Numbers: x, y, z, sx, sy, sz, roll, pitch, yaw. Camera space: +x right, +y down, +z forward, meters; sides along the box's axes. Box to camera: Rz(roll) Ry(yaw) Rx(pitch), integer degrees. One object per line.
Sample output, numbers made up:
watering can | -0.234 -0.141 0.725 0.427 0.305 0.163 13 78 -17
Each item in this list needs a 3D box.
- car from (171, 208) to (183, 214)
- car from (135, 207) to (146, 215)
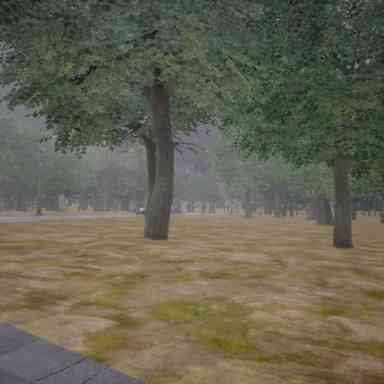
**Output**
car | -3.874 3.968 69.944 2.033 1.411 5.357 0 -3 28
car | -8.510 3.563 61.203 1.812 1.442 4.674 0 -3 29
